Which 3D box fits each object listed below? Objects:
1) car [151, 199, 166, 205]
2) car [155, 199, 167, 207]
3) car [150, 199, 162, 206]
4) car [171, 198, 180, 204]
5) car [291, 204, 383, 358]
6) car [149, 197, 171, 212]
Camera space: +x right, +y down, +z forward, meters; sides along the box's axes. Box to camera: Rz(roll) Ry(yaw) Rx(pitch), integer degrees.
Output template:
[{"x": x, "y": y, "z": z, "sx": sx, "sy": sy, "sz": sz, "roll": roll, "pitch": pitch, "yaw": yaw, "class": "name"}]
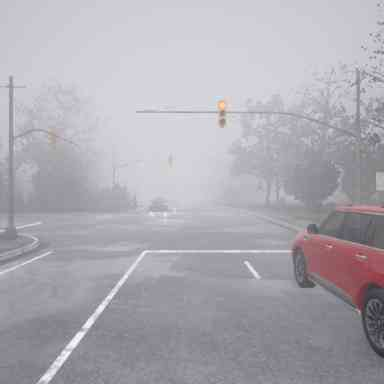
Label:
[{"x": -8.345, "y": 2.405, "z": 83.077, "sx": 2.033, "sy": 1.411, "sz": 5.357, "roll": 0, "pitch": -1, "yaw": -25, "class": "car"}, {"x": -5.219, "y": 1.830, "z": 55.820, "sx": 1.994, "sy": 1.385, "sz": 4.181, "roll": 0, "pitch": -1, "yaw": -7, "class": "car"}, {"x": -7.483, "y": 2.163, "z": 69.195, "sx": 1.895, "sy": 1.301, "sz": 4.718, "roll": 0, "pitch": -1, "yaw": -13, "class": "car"}, {"x": -4.636, "y": 2.316, "z": 83.215, "sx": 1.882, "sy": 1.535, "sz": 5.008, "roll": 0, "pitch": -1, "yaw": -22, "class": "car"}, {"x": 3.591, "y": 1.221, "z": 6.091, "sx": 2.150, "sy": 2.045, "sz": 5.566, "roll": 0, "pitch": 0, "yaw": 0, "class": "car"}, {"x": -3.987, "y": 1.398, "z": 40.176, "sx": 2.097, "sy": 1.767, "sz": 4.553, "roll": 0, "pitch": 0, "yaw": -3, "class": "car"}]
